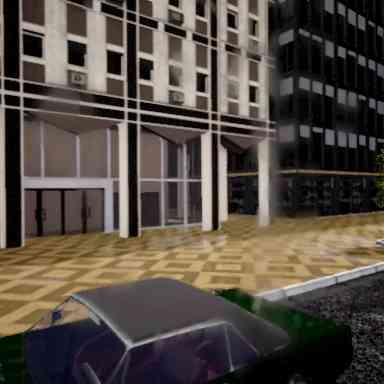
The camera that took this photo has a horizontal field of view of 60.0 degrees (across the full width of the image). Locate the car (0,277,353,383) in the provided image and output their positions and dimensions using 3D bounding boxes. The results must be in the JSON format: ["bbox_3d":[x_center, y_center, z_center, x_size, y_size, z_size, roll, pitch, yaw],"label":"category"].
[{"bbox_3d":[-0.712,1.601,2.870,4.718,1.301,1.895,0,0,-36],"label":"car"}]
